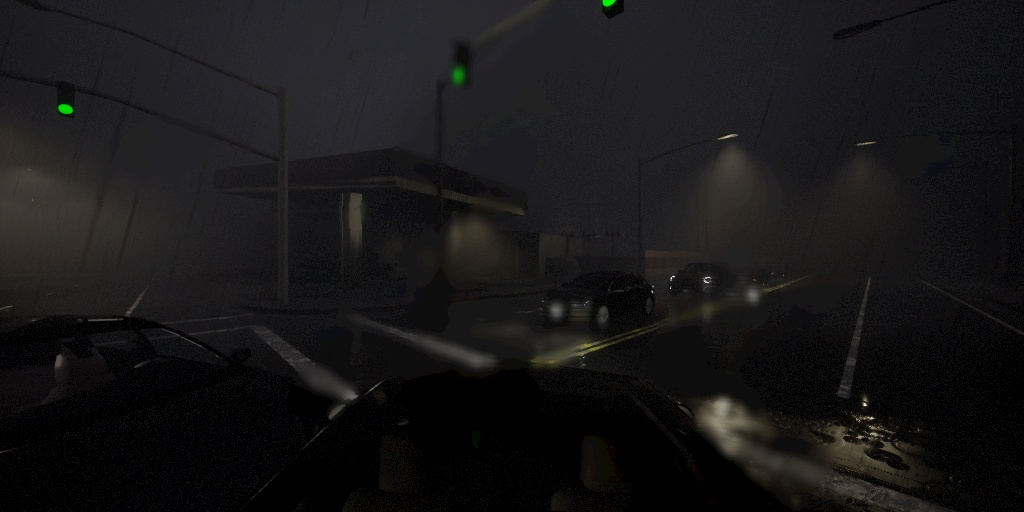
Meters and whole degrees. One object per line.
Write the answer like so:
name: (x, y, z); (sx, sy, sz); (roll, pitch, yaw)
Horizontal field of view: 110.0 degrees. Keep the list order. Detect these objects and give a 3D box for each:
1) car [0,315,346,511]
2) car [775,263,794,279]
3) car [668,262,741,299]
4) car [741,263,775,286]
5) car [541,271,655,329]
car: (-3.410, 1.242, 2.566); (4.902, 1.511, 2.128); (0, 0, 15)
car: (23.916, 1.314, 32.280); (4.181, 1.385, 1.994); (0, 0, -44)
car: (9.797, 1.102, 18.374); (4.553, 1.767, 2.097); (0, 0, -45)
car: (16.753, 1.314, 25.256); (1.994, 1.385, 4.181); (0, 0, 44)
car: (2.930, 1.255, 11.557); (1.837, 1.490, 4.892); (0, 0, 45)
